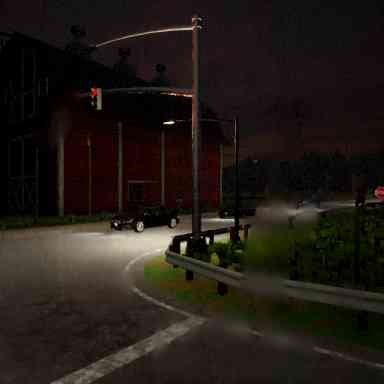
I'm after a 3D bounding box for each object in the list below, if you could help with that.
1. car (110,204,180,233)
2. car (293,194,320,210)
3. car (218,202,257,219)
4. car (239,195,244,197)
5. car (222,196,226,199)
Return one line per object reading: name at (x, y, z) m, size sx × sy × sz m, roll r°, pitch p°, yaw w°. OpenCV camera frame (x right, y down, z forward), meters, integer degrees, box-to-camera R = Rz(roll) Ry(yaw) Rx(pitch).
car at (-2.704, 1.531, 20.137) m, size 1.837 × 1.490 × 4.892 m, roll 0°, pitch 0°, yaw 37°
car at (15.328, 1.250, 44.262) m, size 2.150 × 2.045 × 5.566 m, roll 0°, pitch 0°, yaw 37°
car at (4.050, 1.590, 29.185) m, size 1.994 × 1.385 × 4.181 m, roll 0°, pitch 0°, yaw 38°
car at (12.940, 1.547, 89.158) m, size 1.784 × 1.438 × 3.905 m, roll 0°, pitch 0°, yaw 36°
car at (6.341, 1.532, 78.050) m, size 1.816 × 1.474 × 4.193 m, roll 0°, pitch 0°, yaw 36°
